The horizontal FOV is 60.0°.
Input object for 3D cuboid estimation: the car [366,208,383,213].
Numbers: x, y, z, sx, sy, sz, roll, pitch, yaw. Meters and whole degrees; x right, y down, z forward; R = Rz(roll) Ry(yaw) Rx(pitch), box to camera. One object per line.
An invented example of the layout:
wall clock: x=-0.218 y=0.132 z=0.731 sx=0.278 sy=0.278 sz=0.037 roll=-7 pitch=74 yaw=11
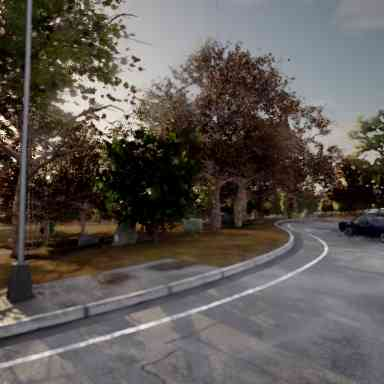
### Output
car: x=21.111 y=2.571 z=38.030 sx=4.674 sy=1.442 sz=1.812 roll=2 pitch=-2 yaw=-17

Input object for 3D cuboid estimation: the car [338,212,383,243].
car: x=10.270 y=2.024 z=18.271 sx=1.895 sy=1.301 sz=4.718 roll=2 pitch=-1 yaw=-11
